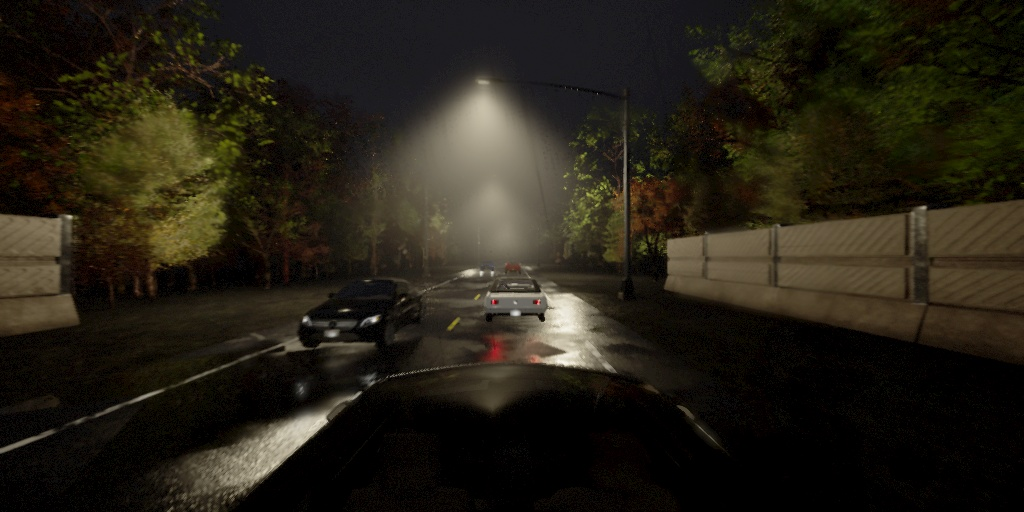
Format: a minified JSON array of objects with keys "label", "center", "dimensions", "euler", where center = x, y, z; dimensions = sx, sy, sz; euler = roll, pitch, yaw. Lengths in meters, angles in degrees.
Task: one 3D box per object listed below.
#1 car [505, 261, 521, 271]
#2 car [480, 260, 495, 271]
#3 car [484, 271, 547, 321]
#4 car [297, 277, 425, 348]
[{"label":"car","center":[0.126,1.376,45.552],"dimensions":[1.882,1.535,5.008],"euler":[0,0,0]},{"label":"car","center":[-3.539,1.393,52.075],"dimensions":[1.882,1.535,5.008],"euler":[0,0,0]},{"label":"car","center":[0.110,1.395,12.714],"dimensions":[1.895,1.301,4.718],"euler":[0,0,0]},{"label":"car","center":[-3.594,1.306,9.480],"dimensions":[1.812,1.442,4.674],"euler":[0,0,0]}]
